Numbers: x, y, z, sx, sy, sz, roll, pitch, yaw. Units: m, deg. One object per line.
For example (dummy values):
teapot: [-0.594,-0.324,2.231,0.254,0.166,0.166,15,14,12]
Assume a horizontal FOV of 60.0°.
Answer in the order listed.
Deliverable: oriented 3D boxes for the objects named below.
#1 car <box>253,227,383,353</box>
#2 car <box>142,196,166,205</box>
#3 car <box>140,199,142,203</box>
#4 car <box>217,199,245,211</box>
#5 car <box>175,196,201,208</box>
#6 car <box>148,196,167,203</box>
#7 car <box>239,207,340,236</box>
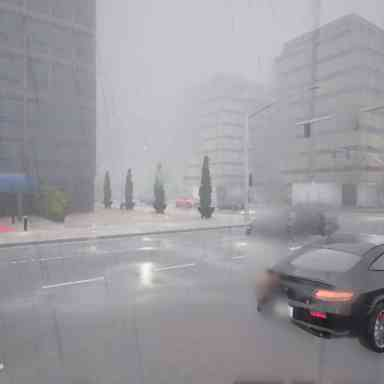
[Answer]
car: [3.210,1.526,6.110,4.674,1.442,1.812,0,0,-35]
car: [-6.161,1.564,55.686,1.994,1.385,4.181,0,0,-35]
car: [-8.728,1.564,65.766,1.994,1.385,4.181,0,0,-35]
car: [4.916,1.564,39.870,1.994,1.385,4.181,0,0,-35]
car: [-0.467,1.352,47.548,2.097,1.767,4.553,0,0,-35]
car: [-7.331,1.599,69.804,1.895,1.301,4.718,0,0,-35]
car: [5.074,1.547,16.244,5.357,1.411,2.033,0,0,-36]
